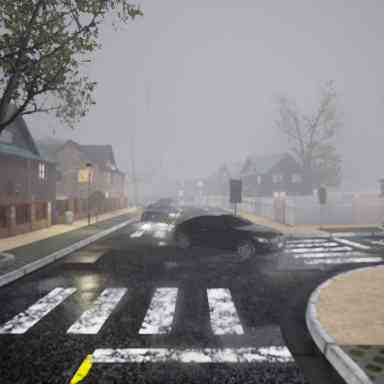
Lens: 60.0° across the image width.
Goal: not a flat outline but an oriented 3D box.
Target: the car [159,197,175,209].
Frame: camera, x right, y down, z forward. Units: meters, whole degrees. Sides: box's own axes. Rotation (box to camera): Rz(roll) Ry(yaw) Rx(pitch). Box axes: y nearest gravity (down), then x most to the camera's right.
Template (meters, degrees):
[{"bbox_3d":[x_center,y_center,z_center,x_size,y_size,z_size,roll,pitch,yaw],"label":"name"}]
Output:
[{"bbox_3d":[-3.024,1.441,38.764,2.097,1.767,4.553,0,0,-2],"label":"car"}]

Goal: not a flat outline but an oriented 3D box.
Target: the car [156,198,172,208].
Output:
[{"bbox_3d":[-4.400,1.708,52.103,1.812,1.442,4.674,0,-1,-14],"label":"car"}]

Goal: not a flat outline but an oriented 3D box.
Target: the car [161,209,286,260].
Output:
[{"bbox_3d":[1.216,1.535,12.706,4.674,1.442,1.812,-1,1,42],"label":"car"}]

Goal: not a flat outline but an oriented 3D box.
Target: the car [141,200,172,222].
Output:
[{"bbox_3d":[-2.878,1.623,26.531,1.994,1.385,4.181,0,0,-1],"label":"car"}]

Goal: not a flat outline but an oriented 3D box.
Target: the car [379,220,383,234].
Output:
[{"bbox_3d":[10.452,1.278,14.021,4.674,1.442,1.812,-1,0,0],"label":"car"}]

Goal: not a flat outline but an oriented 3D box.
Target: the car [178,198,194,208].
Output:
[{"bbox_3d":[-0.961,1.684,50.063,1.812,1.442,4.674,0,-1,-10],"label":"car"}]
